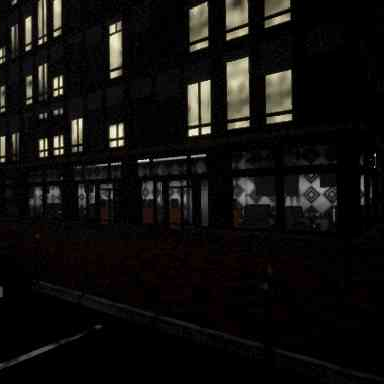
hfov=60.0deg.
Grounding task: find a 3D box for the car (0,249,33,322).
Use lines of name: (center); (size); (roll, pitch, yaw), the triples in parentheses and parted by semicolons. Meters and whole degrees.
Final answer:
car: (-4.687, 1.566, 6.190); (4.313, 1.339, 1.947); (0, -1, 36)
